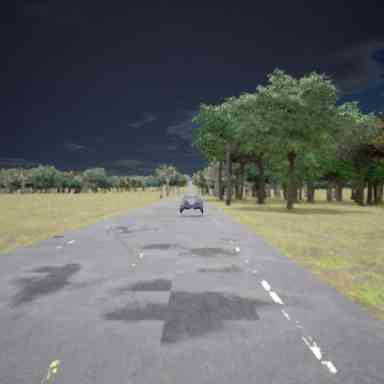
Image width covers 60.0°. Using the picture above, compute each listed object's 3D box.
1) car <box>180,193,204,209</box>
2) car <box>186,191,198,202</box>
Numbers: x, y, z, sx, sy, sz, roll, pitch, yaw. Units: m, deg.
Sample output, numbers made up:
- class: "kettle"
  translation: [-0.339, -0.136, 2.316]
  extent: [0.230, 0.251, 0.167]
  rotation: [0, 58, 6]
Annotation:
- class: "car"
  translation: [-0.004, 0.887, 29.794]
  extent: [2.097, 1.767, 4.553]
  rotation: [0, 0, 0]
- class: "car"
  translation: [-0.008, 0.789, 60.421]
  extent: [2.097, 1.767, 4.553]
  rotation: [0, 0, 0]
